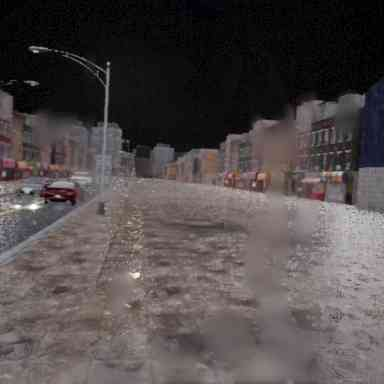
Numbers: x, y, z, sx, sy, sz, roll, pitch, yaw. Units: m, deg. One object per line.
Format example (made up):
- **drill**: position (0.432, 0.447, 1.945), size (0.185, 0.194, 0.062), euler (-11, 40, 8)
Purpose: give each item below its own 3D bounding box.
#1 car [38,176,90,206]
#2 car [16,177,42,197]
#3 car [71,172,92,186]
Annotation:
- **car**: position (-8.329, -0.040, 22.148), size (1.882, 1.535, 5.008), euler (3, 3, -9)
- **car**: position (-11.866, -0.410, 25.562), size (2.128, 1.511, 4.902), euler (3, 3, -9)
- **car**: position (-14.894, -1.673, 44.854), size (2.150, 2.045, 5.566), euler (3, 3, -9)
